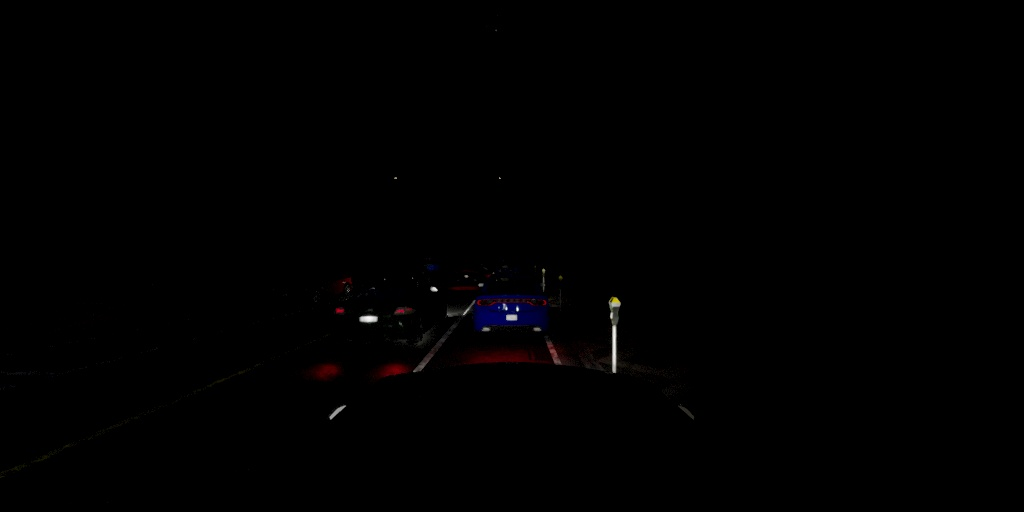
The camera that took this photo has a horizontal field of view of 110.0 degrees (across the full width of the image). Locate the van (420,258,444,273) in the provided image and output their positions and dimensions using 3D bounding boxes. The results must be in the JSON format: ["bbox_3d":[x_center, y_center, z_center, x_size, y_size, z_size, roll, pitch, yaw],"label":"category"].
[{"bbox_3d":[-8.908,1.104,38.846,1.690,1.789,3.998,0,0,0],"label":"van"}]

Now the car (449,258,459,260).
[{"bbox_3d":[-8.908,1.335,50.119,1.948,1.339,4.313,0,0,0],"label":"car"}]

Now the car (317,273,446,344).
[{"bbox_3d":[-3.047,1.315,9.635,1.994,1.385,4.181,0,0,0],"label":"car"}]

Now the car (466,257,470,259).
[{"bbox_3d":[-8.908,1.320,61.393,1.888,1.381,4.507,0,0,0],"label":"car"}]

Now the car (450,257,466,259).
[{"bbox_3d":[-8.908,1.087,55.755,2.192,1.841,5.009,0,0,0],"label":"car"}]

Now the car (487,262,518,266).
[{"bbox_3d":[-0.383,1.280,22.119,1.751,1.417,4.829,0,0,0],"label":"car"}]

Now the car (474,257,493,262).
[{"bbox_3d":[-3.045,1.257,43.681,2.128,1.511,4.902,0,0,0],"label":"car"}]

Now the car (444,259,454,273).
[{"bbox_3d":[-8.908,1.332,44.482,1.948,1.339,4.313,0,0,0],"label":"car"}]

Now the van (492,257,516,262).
[{"bbox_3d":[-0.383,1.098,27.584,1.690,1.789,3.998,0,0,0],"label":"van"}]

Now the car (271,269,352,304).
[{"bbox_3d":[-8.908,1.297,16.299,1.888,1.381,4.507,0,0,0],"label":"car"}]

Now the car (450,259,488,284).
[{"bbox_3d":[-3.145,1.235,27.181,1.882,1.535,5.008,0,0,0],"label":"car"}]

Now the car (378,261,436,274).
[{"bbox_3d":[-6.246,1.259,21.785,1.837,1.490,4.892,0,0,0],"label":"car"}]

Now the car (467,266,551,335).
[{"bbox_3d":[-0.006,1.228,10.500,1.882,1.535,5.008,0,0,0],"label":"car"}]
